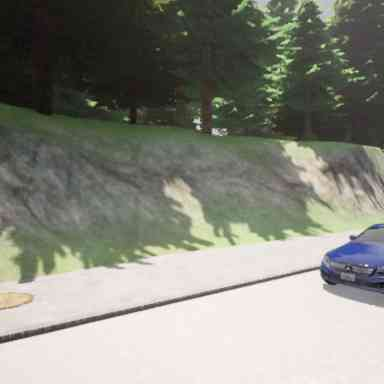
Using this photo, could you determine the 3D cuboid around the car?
[{"bbox_3d":[5.137,1.506,8.251,4.674,1.442,1.812,0,0,-35],"label":"car"}]
